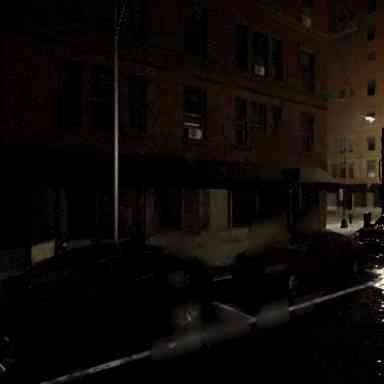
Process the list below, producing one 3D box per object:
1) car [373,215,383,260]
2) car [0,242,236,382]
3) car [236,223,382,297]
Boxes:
[{"bbox_3d":[7.378,1.497,11.789,4.097,1.590,1.967,0,0,-35],"label":"car"},{"bbox_3d":[-1.584,1.574,5.404,4.313,1.339,1.947,0,0,-35],"label":"car"},{"bbox_3d":[2.897,1.614,8.596,4.206,1.307,1.802,0,0,-35],"label":"car"}]
